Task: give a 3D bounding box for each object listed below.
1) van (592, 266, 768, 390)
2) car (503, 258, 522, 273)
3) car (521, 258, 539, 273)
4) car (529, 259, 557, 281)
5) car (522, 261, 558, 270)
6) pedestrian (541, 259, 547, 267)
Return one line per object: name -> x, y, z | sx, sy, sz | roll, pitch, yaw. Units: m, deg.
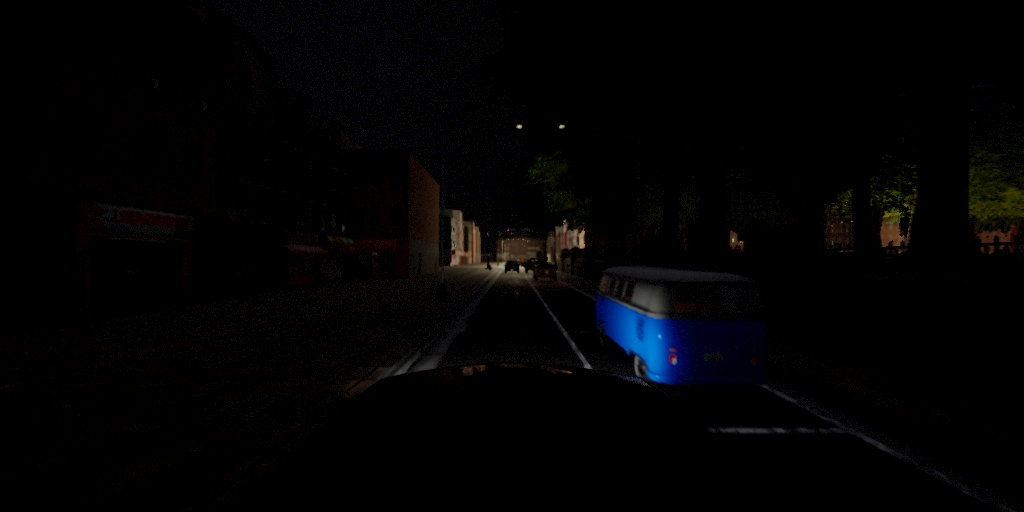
van -> 2.639, 1.098, 6.559 | 1.690, 1.789, 3.998 | 0, 0, 0
car -> 0.004, 1.356, 44.668 | 1.837, 1.490, 4.892 | 0, 0, 0
car -> 2.642, 1.165, 44.704 | 2.192, 1.841, 5.009 | 0, 0, 0
car -> 2.752, 1.263, 30.732 | 1.801, 1.575, 5.366 | 0, 0, 0
car -> 4.474, 1.456, 57.521 | 5.357, 1.411, 2.033 | 0, -1, -23
pedestrian -> 2.887, 1.140, 33.726 | 0.375, 1.860, 0.375 | 9, 0, -10
